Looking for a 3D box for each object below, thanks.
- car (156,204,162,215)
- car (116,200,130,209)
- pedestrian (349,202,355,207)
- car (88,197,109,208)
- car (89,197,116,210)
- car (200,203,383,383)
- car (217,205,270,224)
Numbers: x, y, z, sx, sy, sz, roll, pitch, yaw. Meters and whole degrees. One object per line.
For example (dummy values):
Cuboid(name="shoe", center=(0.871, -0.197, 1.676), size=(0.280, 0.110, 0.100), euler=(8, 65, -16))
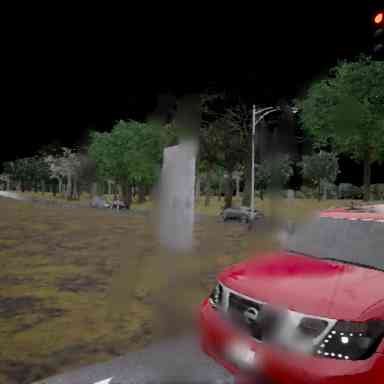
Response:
Cuboid(name="car", center=(-2.082, 1.857, 36.201), size=(2.128, 1.511, 4.902), euler=(3, -2, -36))
Cuboid(name="car", center=(-12.299, 2.189, 56.728), size=(1.837, 1.490, 4.892), euler=(3, -2, -36))
Cuboid(name="pedestrian", center=(13.334, 1.718, 27.800), size=(0.375, 1.860, 0.375), euler=(2, -1, -36))
Cuboid(name="car", center=(-18.387, 1.964, 65.208), size=(2.150, 2.045, 5.566), euler=(3, -2, -36))
Cuboid(name="car", center=(-14.694, 2.037, 53.861), size=(2.128, 1.511, 4.902), euler=(3, -2, -35))
Cuboid(name="car", center=(2.759, 1.225, 4.837), size=(5.566, 2.045, 2.150), euler=(0, 0, -35))
Cuboid(name="car", center=(4.187, 1.805, 27.492), size=(1.994, 1.385, 4.181), euler=(3, -2, -35))
